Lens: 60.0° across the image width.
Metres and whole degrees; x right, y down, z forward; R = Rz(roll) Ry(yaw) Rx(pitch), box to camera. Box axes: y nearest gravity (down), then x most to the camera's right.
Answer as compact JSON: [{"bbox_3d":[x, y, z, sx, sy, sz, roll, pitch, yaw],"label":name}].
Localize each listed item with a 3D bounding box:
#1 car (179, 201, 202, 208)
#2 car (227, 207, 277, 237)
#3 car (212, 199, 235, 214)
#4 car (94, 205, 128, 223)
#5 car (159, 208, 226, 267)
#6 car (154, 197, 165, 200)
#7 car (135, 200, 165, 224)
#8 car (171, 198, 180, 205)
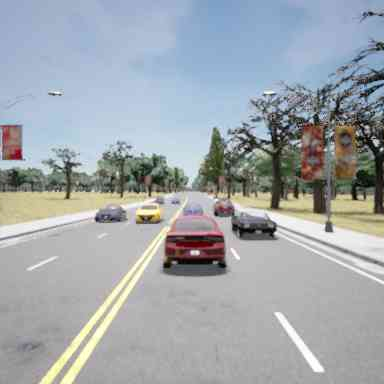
[{"bbox_3d":[0.094,1.744,30.602,2.033,1.411,5.357,0,0,0],"label":"car"},{"bbox_3d":[3.347,1.729,18.893,1.895,1.301,4.718,0,0,0],"label":"car"},{"bbox_3d":[3.344,1.576,35.606,2.097,1.767,4.553,0,0,0],"label":"car"},{"bbox_3d":[-6.603,1.742,27.441,1.994,1.385,4.181,0,0,0],"label":"car"},{"bbox_3d":[0.088,1.560,11.748,1.882,1.535,5.008,0,0,0],"label":"car"},{"bbox_3d":[-6.515,1.795,67.782,1.837,1.490,4.892,0,0,0],"label":"car"},{"bbox_3d":[-3.354,1.652,26.793,1.882,1.535,5.008,0,0,0],"label":"car"},{"bbox_3d":[-3.264,1.836,67.784,2.033,1.411,5.357,0,0,0],"label":"car"}]
